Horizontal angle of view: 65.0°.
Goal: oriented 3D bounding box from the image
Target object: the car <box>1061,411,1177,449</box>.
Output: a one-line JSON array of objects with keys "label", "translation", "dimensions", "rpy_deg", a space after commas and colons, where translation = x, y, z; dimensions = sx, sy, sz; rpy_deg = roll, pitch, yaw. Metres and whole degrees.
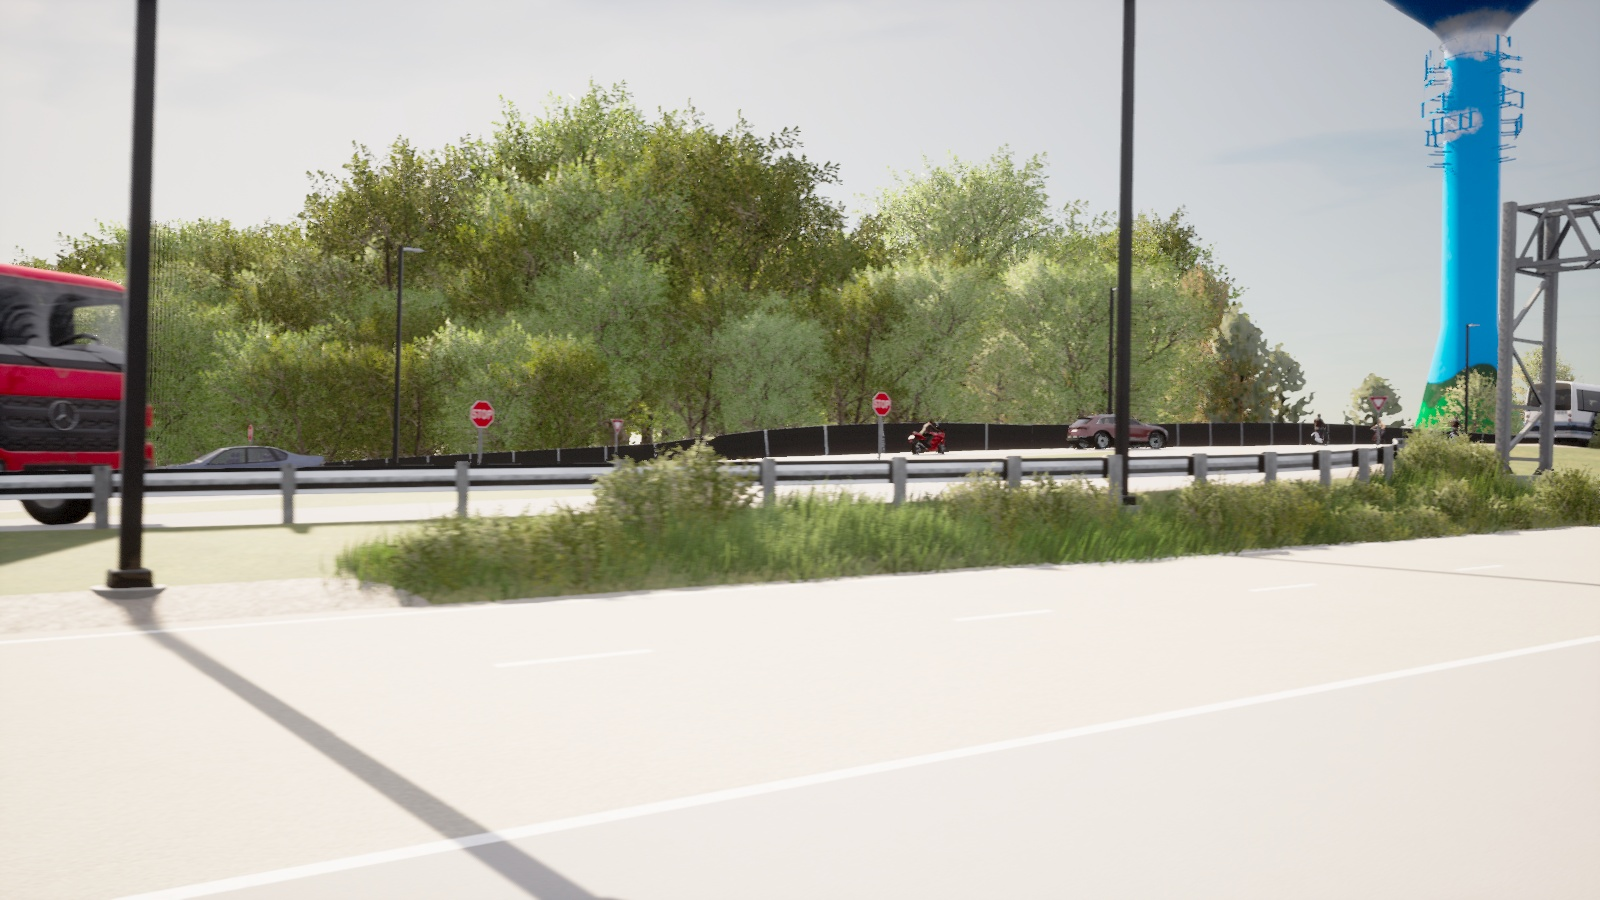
[{"label": "car", "translation": [14.772, -0.906, 58.169], "dimensions": [4.856, 1.649, 2.033], "rpy_deg": [-1, 0, -17]}]

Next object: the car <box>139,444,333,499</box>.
[{"label": "car", "translation": [-17.980, 0.653, 40.143], "dimensions": [5.357, 1.411, 2.033], "rpy_deg": [-3, 2, -33]}]

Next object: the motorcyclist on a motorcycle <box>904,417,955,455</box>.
[{"label": "motorcyclist on a motorcycle", "translation": [5.447, -0.579, 52.777], "dimensions": [2.044, 1.523, 0.797], "rpy_deg": [-2, 1, -35]}]

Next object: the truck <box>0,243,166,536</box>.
[{"label": "truck", "translation": [-12.828, -0.579, 17.039], "dimensions": [7.936, 3.462, 2.891], "rpy_deg": [-2, -1, 21]}]
